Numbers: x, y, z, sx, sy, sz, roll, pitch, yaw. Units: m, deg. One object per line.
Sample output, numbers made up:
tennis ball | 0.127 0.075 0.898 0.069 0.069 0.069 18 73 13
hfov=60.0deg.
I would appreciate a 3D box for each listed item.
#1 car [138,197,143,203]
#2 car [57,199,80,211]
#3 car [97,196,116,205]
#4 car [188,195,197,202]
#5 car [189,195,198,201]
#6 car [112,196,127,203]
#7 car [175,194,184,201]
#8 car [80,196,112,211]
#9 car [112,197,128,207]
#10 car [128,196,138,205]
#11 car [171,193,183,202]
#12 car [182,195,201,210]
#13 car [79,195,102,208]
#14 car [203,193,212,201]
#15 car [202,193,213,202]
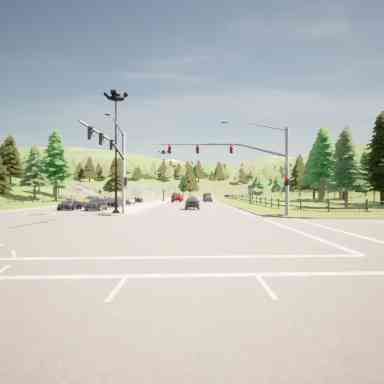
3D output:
car | -11.449 1.595 69.889 1.895 1.301 4.718 0 0 0
car | -15.060 1.564 41.207 1.994 1.385 4.181 0 0 1
car | -15.032 1.491 58.593 2.128 1.511 4.902 0 0 0
car | 0.091 1.475 74.192 1.882 1.535 5.008 0 0 1
car | 0.316 1.466 84.463 2.128 1.511 4.902 0 0 2
car | -14.950 1.595 68.736 1.895 1.301 4.718 0 0 0
car | -3.183 1.419 84.557 1.882 1.535 5.008 0 0 2
car | -11.572 1.505 40.374 1.837 1.490 4.892 0 0 0
car | -11.564 1.547 50.112 2.033 1.411 5.357 0 0 0
car | -11.537 1.601 59.696 1.895 1.301 4.718 0 0 1
car | -3.413 1.220 73.812 2.150 2.045 5.566 0 0 1
car | 0.029 1.504 43.173 1.837 1.490 4.892 0 0 0
car | -15.060 1.352 49.714 2.097 1.767 4.553 0 0 0
car | 3.815 1.166 84.398 2.150 2.045 5.566 0 0 2
car | 3.587 1.536 73.774 2.033 1.411 5.357 0 0 1
